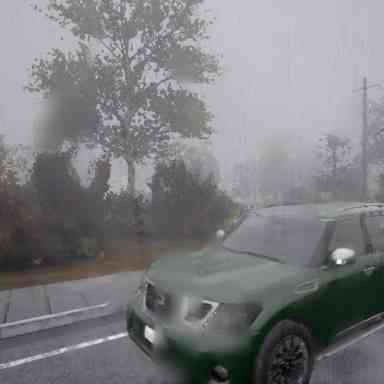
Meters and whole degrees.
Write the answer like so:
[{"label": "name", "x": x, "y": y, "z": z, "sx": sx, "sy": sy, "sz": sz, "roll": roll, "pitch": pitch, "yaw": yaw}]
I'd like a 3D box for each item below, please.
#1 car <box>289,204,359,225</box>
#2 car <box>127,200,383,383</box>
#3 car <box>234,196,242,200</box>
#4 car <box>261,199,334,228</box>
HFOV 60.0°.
[{"label": "car", "x": 10.146, "y": 1.674, "z": 25.817, "sx": 1.895, "sy": 1.301, "sz": 4.718, "roll": 0, "pitch": -1, "yaw": -39}, {"label": "car", "x": 1.807, "y": 1.219, "z": 5.276, "sx": 5.566, "sy": 2.045, "sz": 2.150, "roll": 0, "pitch": 0, "yaw": -35}, {"label": "car", "x": 3.907, "y": 1.429, "z": 33.349, "sx": 2.150, "sy": 2.045, "sz": 5.566, "roll": 0, "pitch": -1, "yaw": -41}, {"label": "car", "x": 7.353, "y": 1.425, "z": 23.614, "sx": 2.097, "sy": 1.767, "sz": 4.553, "roll": 0, "pitch": -1, "yaw": -38}]
